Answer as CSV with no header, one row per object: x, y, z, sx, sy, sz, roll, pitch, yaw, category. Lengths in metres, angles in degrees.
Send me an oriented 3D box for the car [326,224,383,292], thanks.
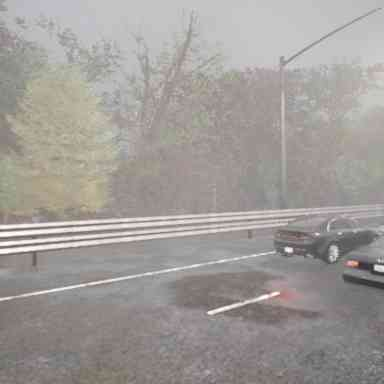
5.776,1.568,8.142,5.357,1.411,2.033,0,-1,-37,car

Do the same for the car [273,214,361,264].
4.989,1.567,11.959,4.892,1.490,1.837,0,-1,-37,car
